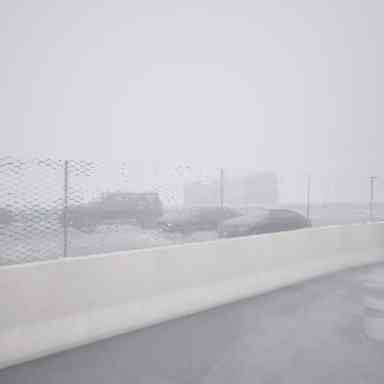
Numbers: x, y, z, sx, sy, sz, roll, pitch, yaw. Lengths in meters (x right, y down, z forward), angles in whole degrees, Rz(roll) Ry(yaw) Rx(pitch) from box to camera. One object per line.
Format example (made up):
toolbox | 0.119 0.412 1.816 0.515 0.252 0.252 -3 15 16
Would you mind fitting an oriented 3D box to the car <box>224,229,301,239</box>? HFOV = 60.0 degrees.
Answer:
car | 3.278 1.392 14.502 4.674 1.442 1.812 0 1 -32
